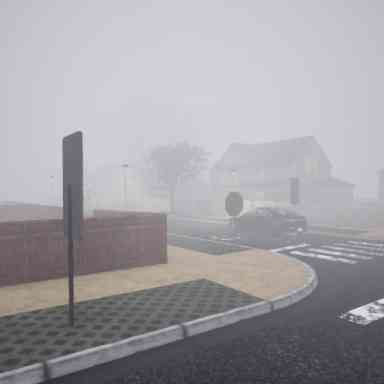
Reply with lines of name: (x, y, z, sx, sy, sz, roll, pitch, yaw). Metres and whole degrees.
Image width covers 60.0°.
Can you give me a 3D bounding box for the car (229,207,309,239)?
car: (3.859, 1.558, 17.673, 2.128, 1.511, 4.902, -1, 0, -30)
